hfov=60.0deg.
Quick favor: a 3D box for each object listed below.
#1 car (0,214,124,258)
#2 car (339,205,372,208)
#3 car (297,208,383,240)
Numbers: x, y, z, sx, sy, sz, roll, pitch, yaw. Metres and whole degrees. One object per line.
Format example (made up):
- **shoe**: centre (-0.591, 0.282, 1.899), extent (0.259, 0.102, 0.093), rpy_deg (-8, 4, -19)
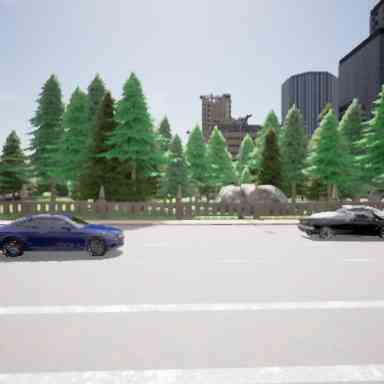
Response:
- **car**: centre (-4.884, 1.542, 12.294), extent (4.674, 1.442, 1.812), rpy_deg (0, 0, -2)
- **car**: centre (9.507, 1.529, 20.032), extent (4.674, 1.442, 1.812), rpy_deg (0, 0, -2)
- **car**: centre (7.765, 1.610, 16.476), extent (4.718, 1.301, 1.895), rpy_deg (0, 0, -2)
